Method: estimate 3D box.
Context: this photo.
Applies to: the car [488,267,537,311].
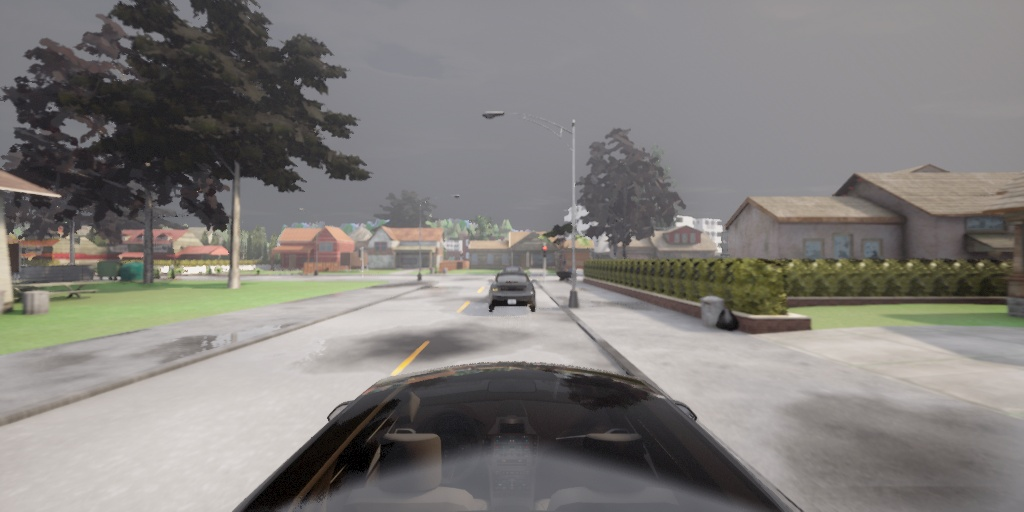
[{"bbox_3d":[0.017,1.409,15.327,1.837,1.490,4.892,0,0,0],"label":"car"}]
